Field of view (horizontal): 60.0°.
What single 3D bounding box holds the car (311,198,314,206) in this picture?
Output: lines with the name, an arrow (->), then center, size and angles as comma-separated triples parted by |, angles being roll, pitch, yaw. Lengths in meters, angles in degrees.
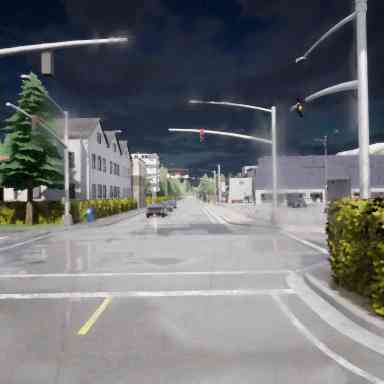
car -> 19.089, 1.587, 56.176 | 1.970, 1.475, 3.806 | -1, -1, 0

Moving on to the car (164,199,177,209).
car -> -3.526, 2.008, 55.272 | 1.837, 1.490, 4.892 | -1, -1, 0

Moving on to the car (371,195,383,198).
car -> 19.126, 1.191, 31.250 | 1.905, 1.878, 3.866 | -1, -1, 0

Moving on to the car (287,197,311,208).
car -> 15.441, 1.641, 49.119 | 2.007, 1.523, 4.514 | -1, -1, 0

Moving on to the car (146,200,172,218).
car -> -3.590, 1.852, 34.563 | 2.033, 1.411, 5.357 | -1, -1, 0

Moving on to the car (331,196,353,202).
car -> 25.504, 1.413, 56.513 | 2.152, 1.636, 5.027 | -1, -1, 0

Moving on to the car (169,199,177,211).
car -> -3.575, 1.895, 44.859 | 2.128, 1.511, 4.902 | -1, -1, 0
